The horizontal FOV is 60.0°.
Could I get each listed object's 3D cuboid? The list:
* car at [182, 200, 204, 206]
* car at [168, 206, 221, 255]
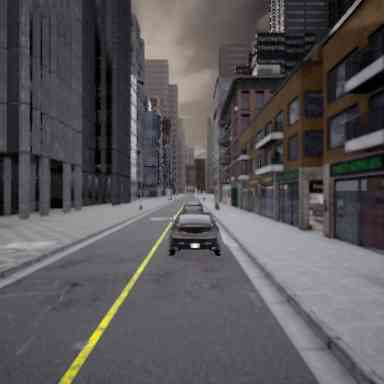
[{"bbox_3d":[0.102,1.535,31.676,2.128,1.511,4.902,0,0,0],"label":"car"},{"bbox_3d":[0.101,1.520,13.392,1.837,1.490,4.892,0,0,0],"label":"car"}]
